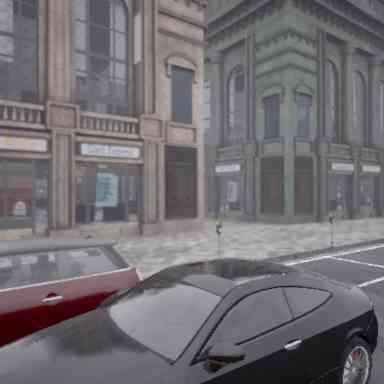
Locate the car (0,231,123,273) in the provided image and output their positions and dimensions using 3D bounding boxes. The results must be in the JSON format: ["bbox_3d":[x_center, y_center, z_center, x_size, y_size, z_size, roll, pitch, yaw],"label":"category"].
[{"bbox_3d":[-2.729,1.440,4.707,4.097,1.590,1.967,0,0,-36],"label":"car"}]

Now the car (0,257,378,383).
[{"bbox_3d":[0.180,1.526,3.509,4.674,1.442,1.812,0,0,-36],"label":"car"}]
